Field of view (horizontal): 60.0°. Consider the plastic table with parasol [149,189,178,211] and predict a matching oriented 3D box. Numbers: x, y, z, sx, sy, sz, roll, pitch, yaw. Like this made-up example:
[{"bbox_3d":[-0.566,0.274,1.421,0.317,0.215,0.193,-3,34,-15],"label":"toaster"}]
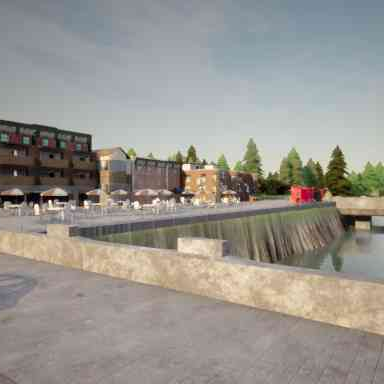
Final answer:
[{"bbox_3d":[-3.389,0.925,39.511,2.482,2.480,2.482,0,0,36],"label":"plastic table with parasol"}]
